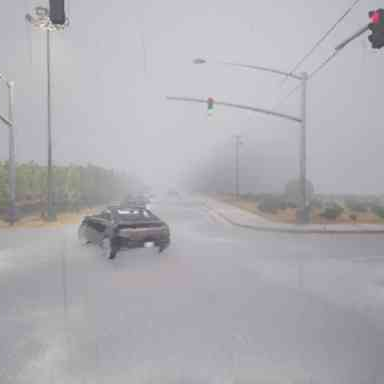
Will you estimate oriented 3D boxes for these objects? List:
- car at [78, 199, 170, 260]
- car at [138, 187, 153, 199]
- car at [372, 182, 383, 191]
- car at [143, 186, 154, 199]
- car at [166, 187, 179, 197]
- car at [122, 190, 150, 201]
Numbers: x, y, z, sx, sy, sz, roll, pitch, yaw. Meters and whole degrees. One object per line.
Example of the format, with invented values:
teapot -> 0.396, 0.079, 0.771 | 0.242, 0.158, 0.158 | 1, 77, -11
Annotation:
car -> -2.500, 1.217, 11.534 | 2.128, 1.511, 4.902 | -1, 2, -32
car -> -5.530, 0.474, 36.452 | 1.812, 1.442, 4.674 | 0, 2, -5
car -> 42.592, -1.183, 75.743 | 1.905, 1.878, 3.866 | 9, 9, 41
car -> -6.368, -0.014, 46.528 | 2.097, 1.767, 4.553 | 0, 2, -5
car -> -3.128, -0.027, 52.478 | 1.812, 1.442, 4.674 | 0, 2, -3
car -> -4.819, 0.782, 27.821 | 1.994, 1.385, 4.181 | 0, 2, -4
